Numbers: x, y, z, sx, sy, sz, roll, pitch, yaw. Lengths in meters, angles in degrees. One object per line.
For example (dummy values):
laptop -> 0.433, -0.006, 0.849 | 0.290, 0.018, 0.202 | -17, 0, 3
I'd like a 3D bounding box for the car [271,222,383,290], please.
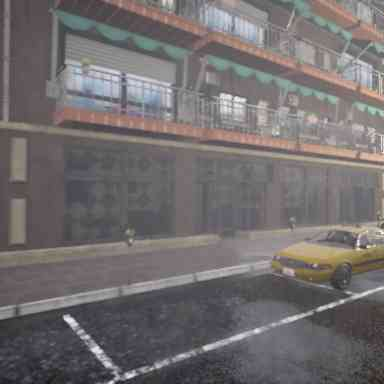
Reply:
car -> 4.201, 1.523, 9.066 | 4.829, 1.417, 1.752 | 0, 1, -35
